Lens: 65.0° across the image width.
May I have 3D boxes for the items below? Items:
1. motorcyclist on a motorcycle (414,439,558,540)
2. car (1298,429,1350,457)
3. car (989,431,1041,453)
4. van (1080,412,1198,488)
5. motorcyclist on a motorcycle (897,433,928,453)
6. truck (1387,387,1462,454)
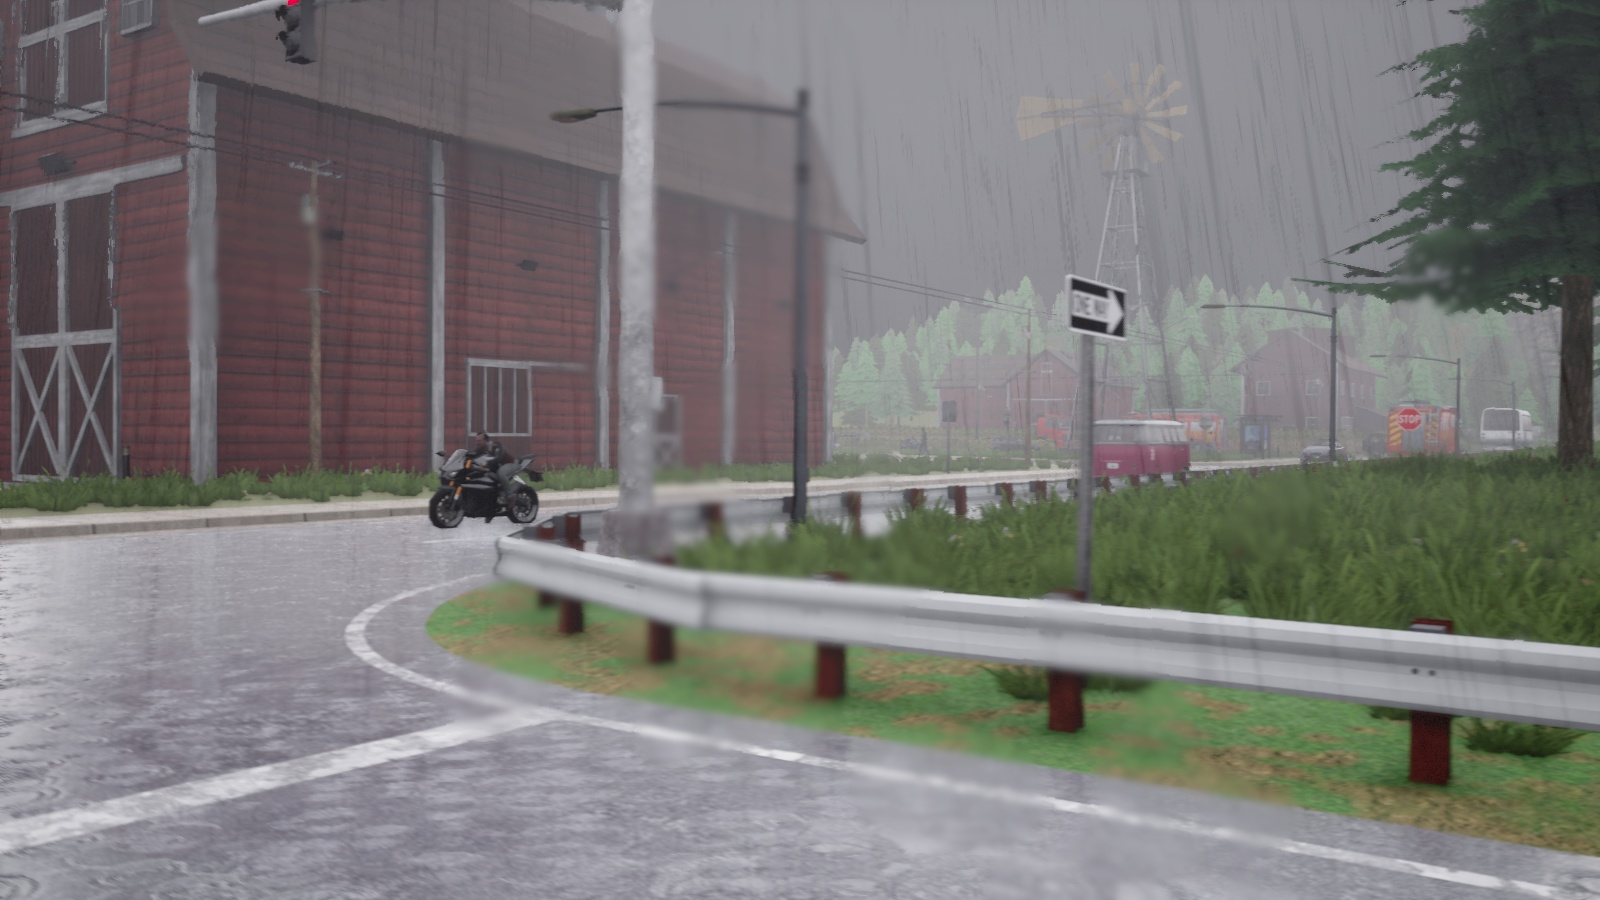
[{"bbox_3d":[-4.984,0.589,20.060,0.866,1.530,2.191,0,0,35],"label":"motorcyclist on a motorcycle"},{"bbox_3d":[28.800,-0.408,68.965,1.816,1.474,4.193,0,1,35],"label":"car"},{"bbox_3d":[15.924,-0.617,93.018,3.705,1.549,1.789,0,1,12],"label":"car"},{"bbox_3d":[9.472,-0.033,34.829,1.775,1.987,4.442,0,1,35],"label":"van"},{"bbox_3d":[8.596,-0.523,96.067,2.191,1.530,0.866,-1,1,34],"label":"motorcyclist on a motorcycle"},{"bbox_3d":[37.800,-1.768,75.838,2.891,3.827,8.468,0,1,35],"label":"truck"}]
